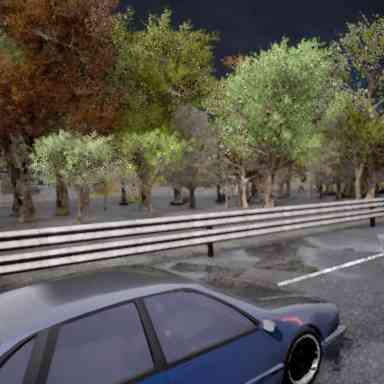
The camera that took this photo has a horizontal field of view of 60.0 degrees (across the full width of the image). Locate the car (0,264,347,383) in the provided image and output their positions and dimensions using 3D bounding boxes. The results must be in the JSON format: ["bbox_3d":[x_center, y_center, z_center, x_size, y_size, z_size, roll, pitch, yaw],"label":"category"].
[{"bbox_3d":[-0.641,1.505,3.266,5.357,1.411,2.033,-2,1,-38],"label":"car"}]
